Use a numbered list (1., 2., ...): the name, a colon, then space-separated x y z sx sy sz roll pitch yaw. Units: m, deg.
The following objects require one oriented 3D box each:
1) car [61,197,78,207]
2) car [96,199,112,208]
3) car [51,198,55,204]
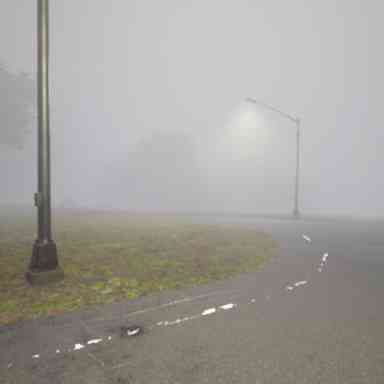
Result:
1. car: -21.244 1.624 57.746 2.097 1.767 4.553 4 -3 -31
2. car: -16.692 2.133 62.948 2.128 1.511 4.902 4 -3 -35
3. car: -36.513 2.376 85.162 2.128 1.511 4.902 4 -3 -33
